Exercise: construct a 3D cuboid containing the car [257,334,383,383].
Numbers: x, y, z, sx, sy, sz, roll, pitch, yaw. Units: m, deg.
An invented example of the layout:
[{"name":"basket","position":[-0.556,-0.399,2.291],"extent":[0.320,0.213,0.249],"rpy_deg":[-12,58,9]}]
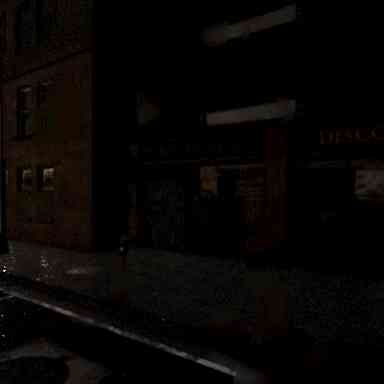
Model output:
[{"name":"car","position":[2.131,1.443,1.556],"extent":[4.097,1.590,1.967],"rpy_deg":[0,0,36]}]
